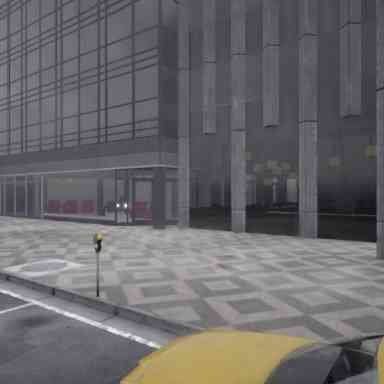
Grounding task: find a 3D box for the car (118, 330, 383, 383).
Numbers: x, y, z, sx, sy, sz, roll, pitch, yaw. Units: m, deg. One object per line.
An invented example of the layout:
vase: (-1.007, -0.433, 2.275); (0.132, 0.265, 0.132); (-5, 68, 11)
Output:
car: (1.520, 1.525, 1.996); (4.829, 1.417, 1.752); (0, 0, 36)
